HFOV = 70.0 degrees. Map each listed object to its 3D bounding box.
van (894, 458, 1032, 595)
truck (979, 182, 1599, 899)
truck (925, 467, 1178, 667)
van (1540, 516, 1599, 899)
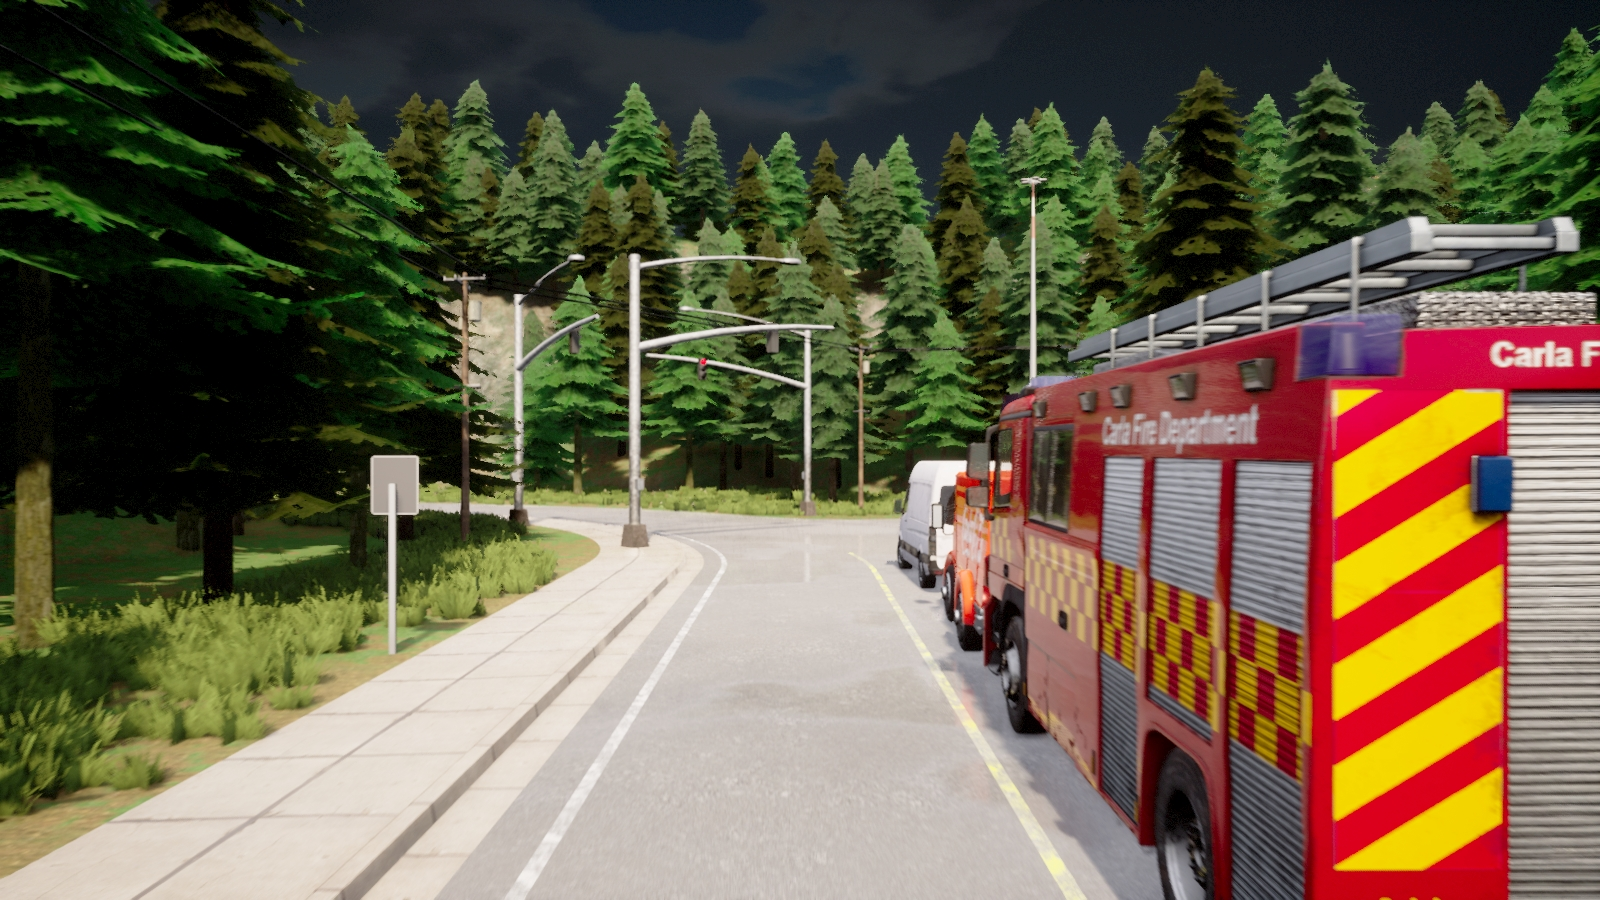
[{"bbox_3d":[3.365,1.481,24.773,1.988,2.561,5.915,0,0,-2],"label":"van"},{"bbox_3d":[3.485,0.853,8.727,2.891,3.827,8.468,0,0,0],"label":"truck"},{"bbox_3d":[3.465,1.518,17.058,2.627,2.467,5.204,0,0,0],"label":"truck"},{"bbox_3d":[3.481,1.504,0.878,1.988,2.561,5.915,0,0,0],"label":"van"}]
